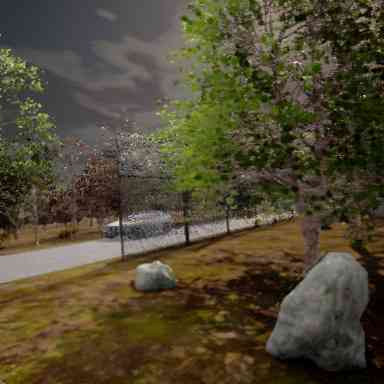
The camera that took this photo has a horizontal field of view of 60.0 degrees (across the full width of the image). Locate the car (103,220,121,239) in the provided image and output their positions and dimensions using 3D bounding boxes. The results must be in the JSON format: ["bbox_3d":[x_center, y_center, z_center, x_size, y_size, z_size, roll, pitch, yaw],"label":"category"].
[{"bbox_3d":[-2.995,1.819,19.223,1.812,1.442,4.674,-4,-2,33],"label":"car"}]
